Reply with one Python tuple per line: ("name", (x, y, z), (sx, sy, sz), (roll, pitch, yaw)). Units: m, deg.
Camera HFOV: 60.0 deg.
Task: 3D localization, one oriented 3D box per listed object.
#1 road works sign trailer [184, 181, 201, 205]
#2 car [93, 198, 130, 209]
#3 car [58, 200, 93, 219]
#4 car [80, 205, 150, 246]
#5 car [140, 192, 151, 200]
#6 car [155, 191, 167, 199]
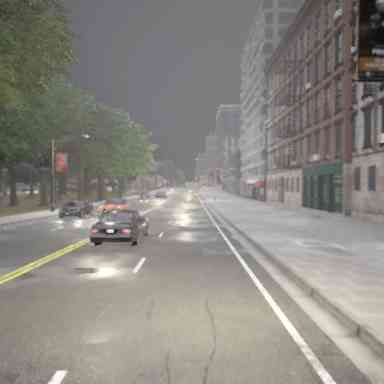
("road works sign trailer", (0.010, 0.088, 50.729), (2.380, 3.560, 2.880), (0, 1, 0))
("car", (-6.582, 1.296, 28.502), (2.097, 1.767, 4.553), (0, 1, 0))
("car", (-9.832, 1.448, 28.600), (1.837, 1.490, 4.892), (0, 1, 0))
("car", (-3.147, 1.554, 15.330), (2.033, 1.411, 5.357), (0, 0, 0))
("car", (-9.737, 0.747, 69.540), (2.128, 1.511, 4.902), (0, 1, 0))
("car", (-6.487, 0.576, 69.566), (2.097, 1.767, 4.553), (0, 1, 0))
